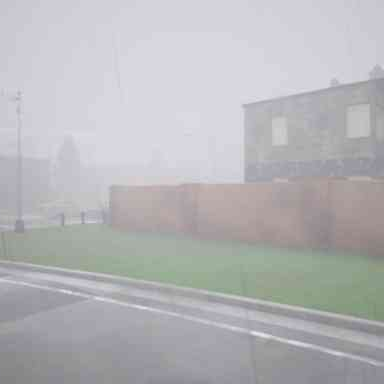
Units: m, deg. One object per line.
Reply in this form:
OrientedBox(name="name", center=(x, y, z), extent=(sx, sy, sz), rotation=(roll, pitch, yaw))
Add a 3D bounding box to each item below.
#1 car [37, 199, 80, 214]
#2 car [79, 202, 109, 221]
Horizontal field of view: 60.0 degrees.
OrientedBox(name="car", center=(-13.881, 1.509, 35.384), extent=(1.882, 1.535, 5.008), rotation=(0, 0, 39))
OrientedBox(name="car", center=(-6.720, 1.570, 27.536), extent=(1.994, 1.385, 4.181), rotation=(0, 0, 39))
